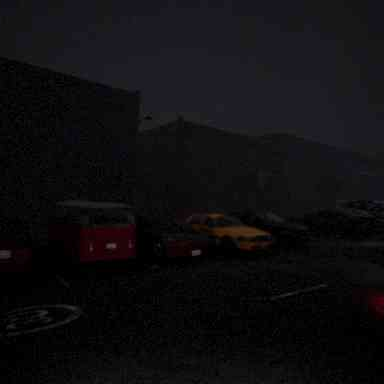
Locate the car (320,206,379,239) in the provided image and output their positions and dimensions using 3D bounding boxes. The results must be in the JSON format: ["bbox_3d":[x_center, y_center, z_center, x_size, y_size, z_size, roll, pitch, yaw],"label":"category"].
[{"bbox_3d":[7.819,1.785,19.523,2.163,1.488,4.792,1,-1,-36],"label":"car"}]

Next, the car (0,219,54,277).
[{"bbox_3d":[-5.830,1.515,9.702,2.163,1.488,4.792,1,-1,-36],"label":"car"}]

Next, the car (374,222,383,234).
[{"bbox_3d":[7.367,1.653,9.307,5.008,1.535,1.882,1,0,-36],"label":"car"}]

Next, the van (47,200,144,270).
[{"bbox_3d":[-3.603,1.303,11.412,1.878,1.987,4.442,1,-1,-36],"label":"van"}]

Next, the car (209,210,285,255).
[{"bbox_3d":[1.121,1.612,14.439,1.946,1.575,5.366,1,-1,-36],"label":"car"}]

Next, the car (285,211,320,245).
[{"bbox_3d":[3.282,1.660,16.229,2.097,1.535,5.008,1,-1,-36],"label":"car"}]

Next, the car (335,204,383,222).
[{"bbox_3d":[10.105,1.806,21.137,2.231,1.521,4.892,1,-1,-36],"label":"car"}]

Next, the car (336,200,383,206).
[{"bbox_3d":[12.406,1.606,22.752,2.435,2.045,5.566,1,-1,-36],"label":"car"}]

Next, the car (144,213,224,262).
[{"bbox_3d":[-1.246,1.602,12.929,2.163,1.488,4.792,1,-1,-36],"label":"car"}]
